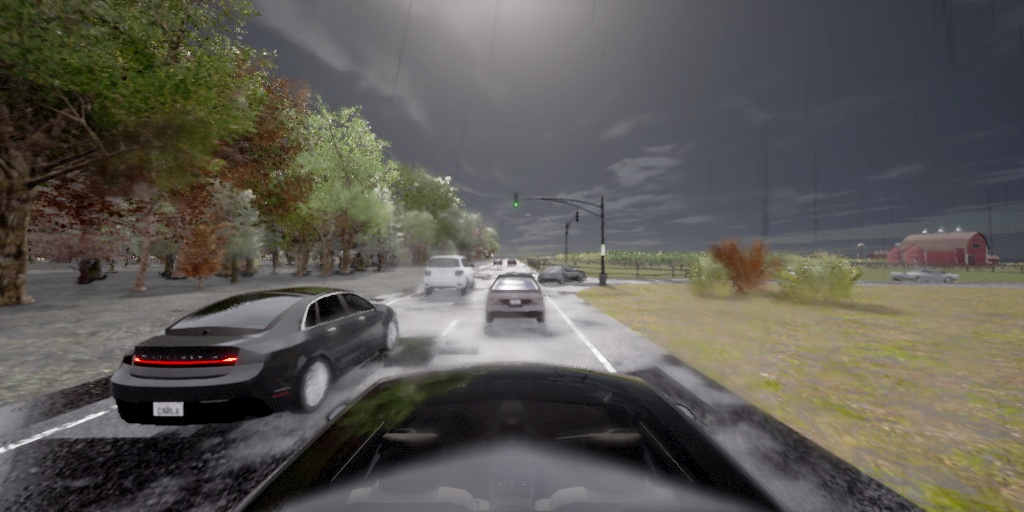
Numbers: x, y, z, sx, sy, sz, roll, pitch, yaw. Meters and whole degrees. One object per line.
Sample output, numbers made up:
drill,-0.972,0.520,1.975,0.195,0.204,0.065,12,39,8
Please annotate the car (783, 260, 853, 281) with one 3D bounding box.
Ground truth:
car,29.192,1.414,34.324,5.566,2.045,2.150,1,-1,0

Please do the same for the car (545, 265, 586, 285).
car,3.802,1.370,26.646,1.994,1.385,4.181,-1,-1,40

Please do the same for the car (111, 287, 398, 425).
car,-3.396,1.265,5.966,1.837,1.490,4.892,0,0,0

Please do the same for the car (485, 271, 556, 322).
car,0.105,1.322,12.316,2.033,1.411,5.357,0,0,0

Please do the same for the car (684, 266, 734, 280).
car,18.860,1.643,34.371,4.181,1.385,1.994,1,-1,0

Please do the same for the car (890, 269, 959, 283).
car,39.261,1.903,34.257,4.718,1.301,1.895,1,-1,0

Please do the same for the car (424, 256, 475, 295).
car,-3.389,1.015,20.232,2.150,2.045,5.566,0,0,0
